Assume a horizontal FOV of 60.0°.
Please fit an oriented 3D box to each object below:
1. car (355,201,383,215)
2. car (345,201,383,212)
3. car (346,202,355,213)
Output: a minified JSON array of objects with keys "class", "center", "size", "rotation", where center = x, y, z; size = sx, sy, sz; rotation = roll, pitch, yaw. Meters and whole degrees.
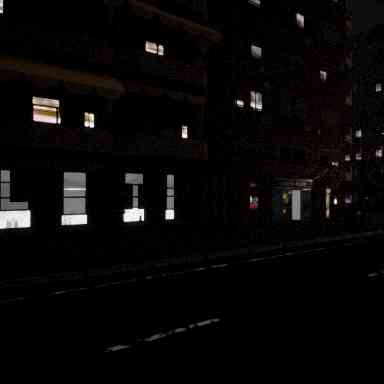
[{"class":"car","center":[19.702,1.727,37.239],"size":[2.128,1.511,4.902],"rotation":[0,-1,-35]},{"class":"car","center":[22.465,1.856,43.431],"size":[1.802,1.307,4.206],"rotation":[-1,0,-36]},{"class":"car","center":[15.476,1.595,38.332],"size":[2.192,1.841,5.009],"rotation":[-1,0,-36]}]
